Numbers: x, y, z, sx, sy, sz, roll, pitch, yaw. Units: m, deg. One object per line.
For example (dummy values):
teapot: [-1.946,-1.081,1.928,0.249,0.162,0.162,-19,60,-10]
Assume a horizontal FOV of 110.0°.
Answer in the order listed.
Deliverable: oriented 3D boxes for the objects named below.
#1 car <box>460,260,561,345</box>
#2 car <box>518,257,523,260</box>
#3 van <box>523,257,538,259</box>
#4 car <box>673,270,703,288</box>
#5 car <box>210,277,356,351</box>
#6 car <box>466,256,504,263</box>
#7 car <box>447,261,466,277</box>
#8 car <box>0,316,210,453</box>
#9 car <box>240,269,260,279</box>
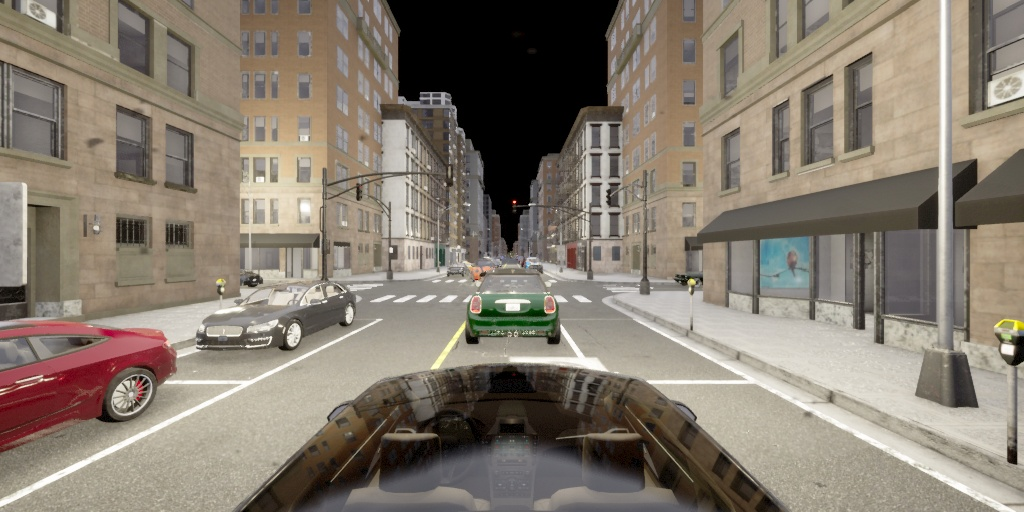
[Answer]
car: [0.040,1.102,9.703,2.097,1.767,4.553,0,0,1]
car: [2.639,1.056,62.769,2.192,1.841,5.009,0,0,0]
van: [2.636,1.085,46.550,1.690,1.789,3.998,0,0,0]
car: [13.495,1.431,24.097,4.718,1.301,1.895,0,0,0]
car: [-5.389,1.300,8.860,2.007,1.370,4.403,0,0,0]
car: [-2.181,1.098,28.132,2.097,1.767,4.553,0,0,-12]
car: [-5.394,1.296,35.736,2.007,1.370,4.403,0,0,0]
car: [-5.389,1.332,3.179,1.802,1.307,4.207,0,0,0]
car: [-17.145,1.223,21.094,4.181,1.385,1.994,0,0,0]
